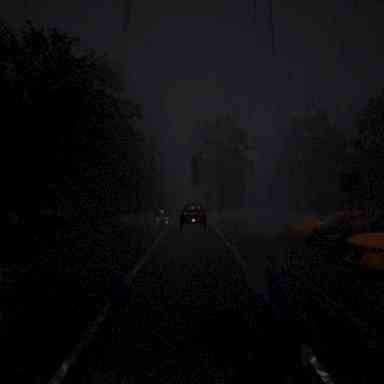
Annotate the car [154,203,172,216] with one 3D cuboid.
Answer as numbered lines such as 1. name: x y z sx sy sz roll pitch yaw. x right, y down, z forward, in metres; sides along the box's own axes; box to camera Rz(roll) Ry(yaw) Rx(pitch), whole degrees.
1. car: -3.349 2.044 39.409 2.128 1.511 4.902 0 -2 0

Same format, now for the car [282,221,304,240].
1. car: 6.897 1.522 15.138 5.366 1.575 1.946 0 0 0

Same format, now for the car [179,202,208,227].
1. car: 0.096 1.684 24.134 2.128 1.511 4.902 0 -1 0

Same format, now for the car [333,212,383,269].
1. car: 7.087 1.489 9.597 5.008 1.535 2.097 0 0 0

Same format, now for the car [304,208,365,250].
1. car: 7.087 1.504 12.370 4.892 1.521 2.231 0 0 0
